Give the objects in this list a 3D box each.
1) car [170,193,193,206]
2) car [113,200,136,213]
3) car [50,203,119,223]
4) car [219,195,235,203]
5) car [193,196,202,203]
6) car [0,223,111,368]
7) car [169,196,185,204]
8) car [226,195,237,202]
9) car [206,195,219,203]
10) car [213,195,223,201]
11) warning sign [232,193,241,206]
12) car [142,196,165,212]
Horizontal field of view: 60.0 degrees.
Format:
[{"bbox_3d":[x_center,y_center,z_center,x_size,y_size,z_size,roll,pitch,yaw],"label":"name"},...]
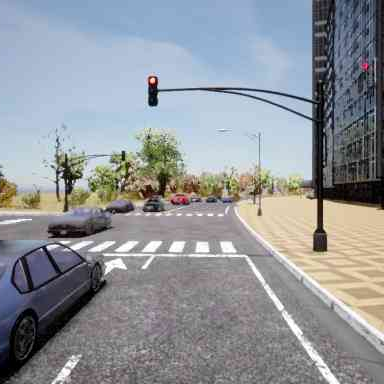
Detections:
[{"bbox_3d":[-1.841,1.227,56.077,2.150,2.045,5.566,0,0,9],"label":"car"},{"bbox_3d":[-7.721,1.545,36.708,2.033,1.411,5.357,0,0,6],"label":"car"},{"bbox_3d":[-5.977,1.546,18.471,2.033,1.411,5.357,0,0,3],"label":"car"},{"bbox_3d":[7.492,1.561,70.085,2.033,1.411,5.357,0,0,12],"label":"car"},{"bbox_3d":[0.905,1.533,70.857,2.128,1.511,4.902,0,0,11],"label":"car"},{"bbox_3d":[-3.035,1.547,5.698,2.033,1.411,5.357,0,0,1],"label":"car"},{"bbox_3d":[-2.968,1.554,68.016,2.033,1.411,5.357,0,0,11],"label":"car"},{"bbox_3d":[9.646,1.545,80.386,2.128,1.511,4.902,0,0,14],"label":"car"},{"bbox_3d":[4.214,1.559,70.807,1.994,1.385,4.181,0,0,12],"label":"car"},{"bbox_3d":[6.336,1.392,80.514,1.812,1.442,4.674,0,0,14],"label":"car"},{"bbox_3d":[6.476,1.122,48.236,1.300,1.860,1.060,0,0,8],"label":"warning sign"},{"bbox_3d":[-4.302,1.504,37.971,1.837,1.490,4.892,0,0,7],"label":"car"}]
